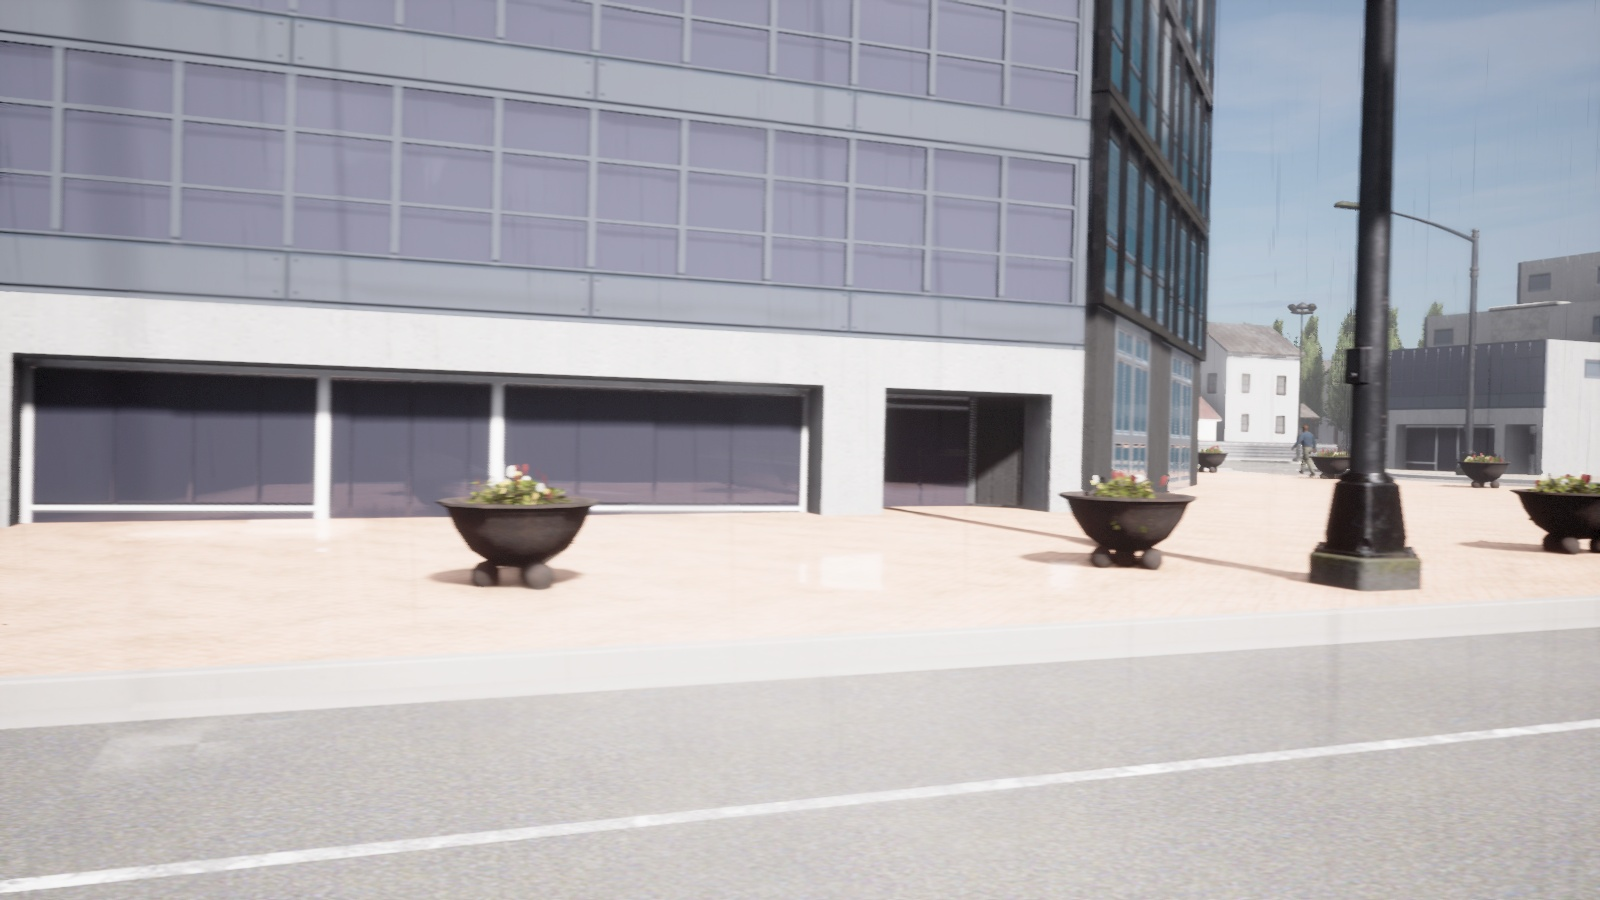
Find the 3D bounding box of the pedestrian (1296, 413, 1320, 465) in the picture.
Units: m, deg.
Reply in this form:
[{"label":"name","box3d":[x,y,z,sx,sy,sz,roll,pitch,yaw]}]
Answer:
[{"label":"pedestrian","box3d":[17.800,-0.385,44.028,0.370,1.835,0.726,0,1,-21]}]
